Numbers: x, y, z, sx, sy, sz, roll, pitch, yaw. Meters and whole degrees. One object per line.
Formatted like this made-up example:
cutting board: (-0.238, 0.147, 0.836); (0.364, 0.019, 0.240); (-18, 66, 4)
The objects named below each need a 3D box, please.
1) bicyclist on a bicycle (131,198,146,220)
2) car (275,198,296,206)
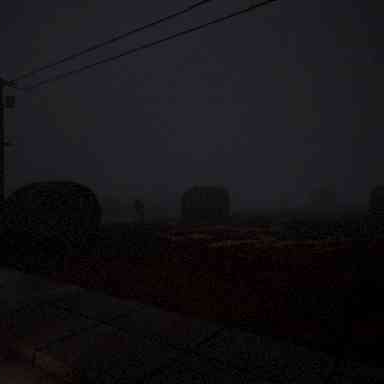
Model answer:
bicyclist on a bicycle: (-4.063, 1.311, 25.116); (1.656, 1.620, 0.582); (-1, 0, 38)
car: (15.976, 1.615, 56.489); (1.895, 1.301, 4.718); (0, 0, 38)
